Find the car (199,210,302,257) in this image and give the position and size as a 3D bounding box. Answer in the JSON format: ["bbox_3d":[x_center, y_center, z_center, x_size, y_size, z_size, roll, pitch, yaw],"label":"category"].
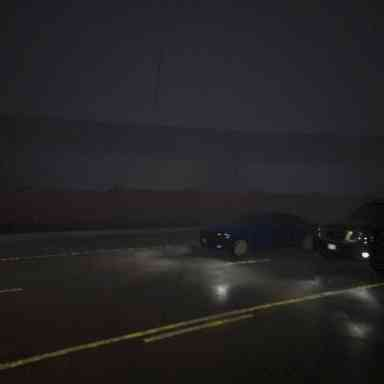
[{"bbox_3d":[2.679,1.459,12.765,5.008,1.535,1.882,1,0,-26],"label":"car"}]

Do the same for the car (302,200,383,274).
[{"bbox_3d":[6.600,1.283,10.801,5.566,2.045,2.150,1,0,-24],"label":"car"}]
